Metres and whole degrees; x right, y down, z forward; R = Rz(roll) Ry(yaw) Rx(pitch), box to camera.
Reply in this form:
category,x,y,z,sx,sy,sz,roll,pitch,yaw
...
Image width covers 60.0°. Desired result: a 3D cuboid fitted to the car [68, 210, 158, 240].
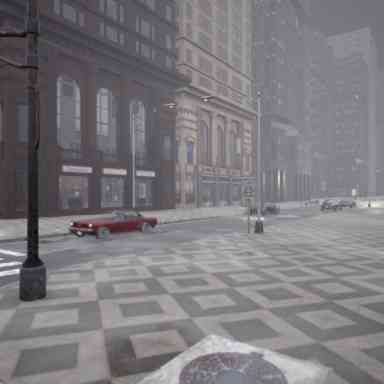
category,x,y,z,sx,sy,sz,roll,pitch,yaw
car,-4.022,1.642,17.489,1.895,1.301,4.718,0,0,36

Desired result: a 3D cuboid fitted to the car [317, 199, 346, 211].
category,x,y,z,sx,sy,sz,roll,pitch,yaw
car,17.832,1.655,42.523,1.812,1.442,4.674,0,0,36

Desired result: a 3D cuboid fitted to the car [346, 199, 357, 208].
category,x,y,z,sx,sy,sz,roll,pitch,yaw
car,23.736,1.702,50.766,2.033,1.411,5.357,0,0,36

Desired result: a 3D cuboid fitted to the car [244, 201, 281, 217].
category,x,y,z,sx,sy,sz,roll,pitch,yaw
car,7.114,1.645,33.035,2.033,1.411,5.357,0,0,36
